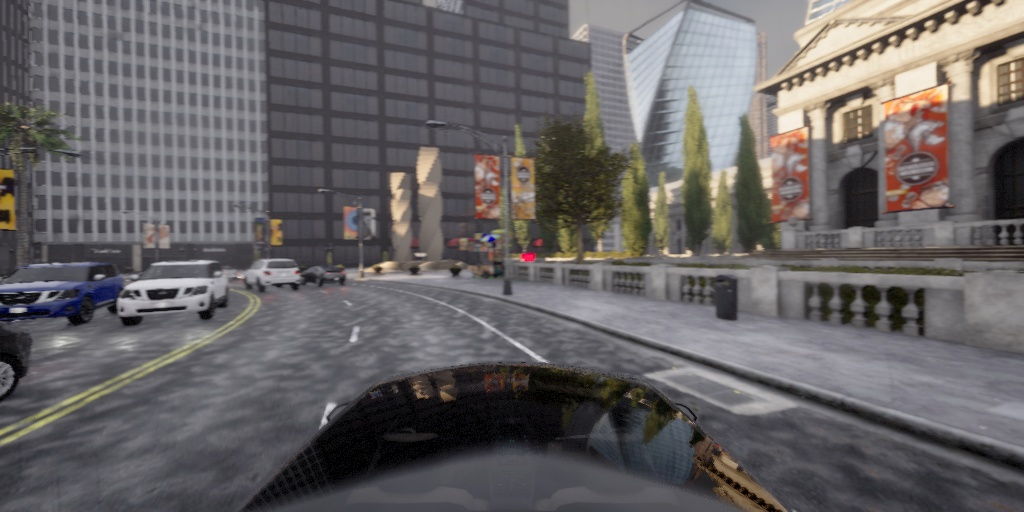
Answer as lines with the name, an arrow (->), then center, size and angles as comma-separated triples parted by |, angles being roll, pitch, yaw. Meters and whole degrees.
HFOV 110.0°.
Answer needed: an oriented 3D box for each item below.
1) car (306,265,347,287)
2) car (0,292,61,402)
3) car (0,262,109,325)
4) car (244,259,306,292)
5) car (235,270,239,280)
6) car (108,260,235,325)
car -> -14.367, 1.461, 27.195 | 4.902, 1.511, 2.128 | -1, 0, 40
car -> -7.722, 1.397, 3.530 | 1.837, 1.490, 4.892 | -1, 0, -22
car -> -15.935, 1.249, 12.732 | 2.150, 2.045, 5.566 | -1, 0, -34
car -> -16.174, 1.232, 24.117 | 5.566, 2.045, 2.150 | -1, 0, 43
car -> -29.634, 1.764, 36.084 | 4.674, 1.442, 1.812 | -1, 0, 20
car -> -12.231, 1.178, 13.401 | 2.150, 2.045, 5.566 | -1, 0, -31
